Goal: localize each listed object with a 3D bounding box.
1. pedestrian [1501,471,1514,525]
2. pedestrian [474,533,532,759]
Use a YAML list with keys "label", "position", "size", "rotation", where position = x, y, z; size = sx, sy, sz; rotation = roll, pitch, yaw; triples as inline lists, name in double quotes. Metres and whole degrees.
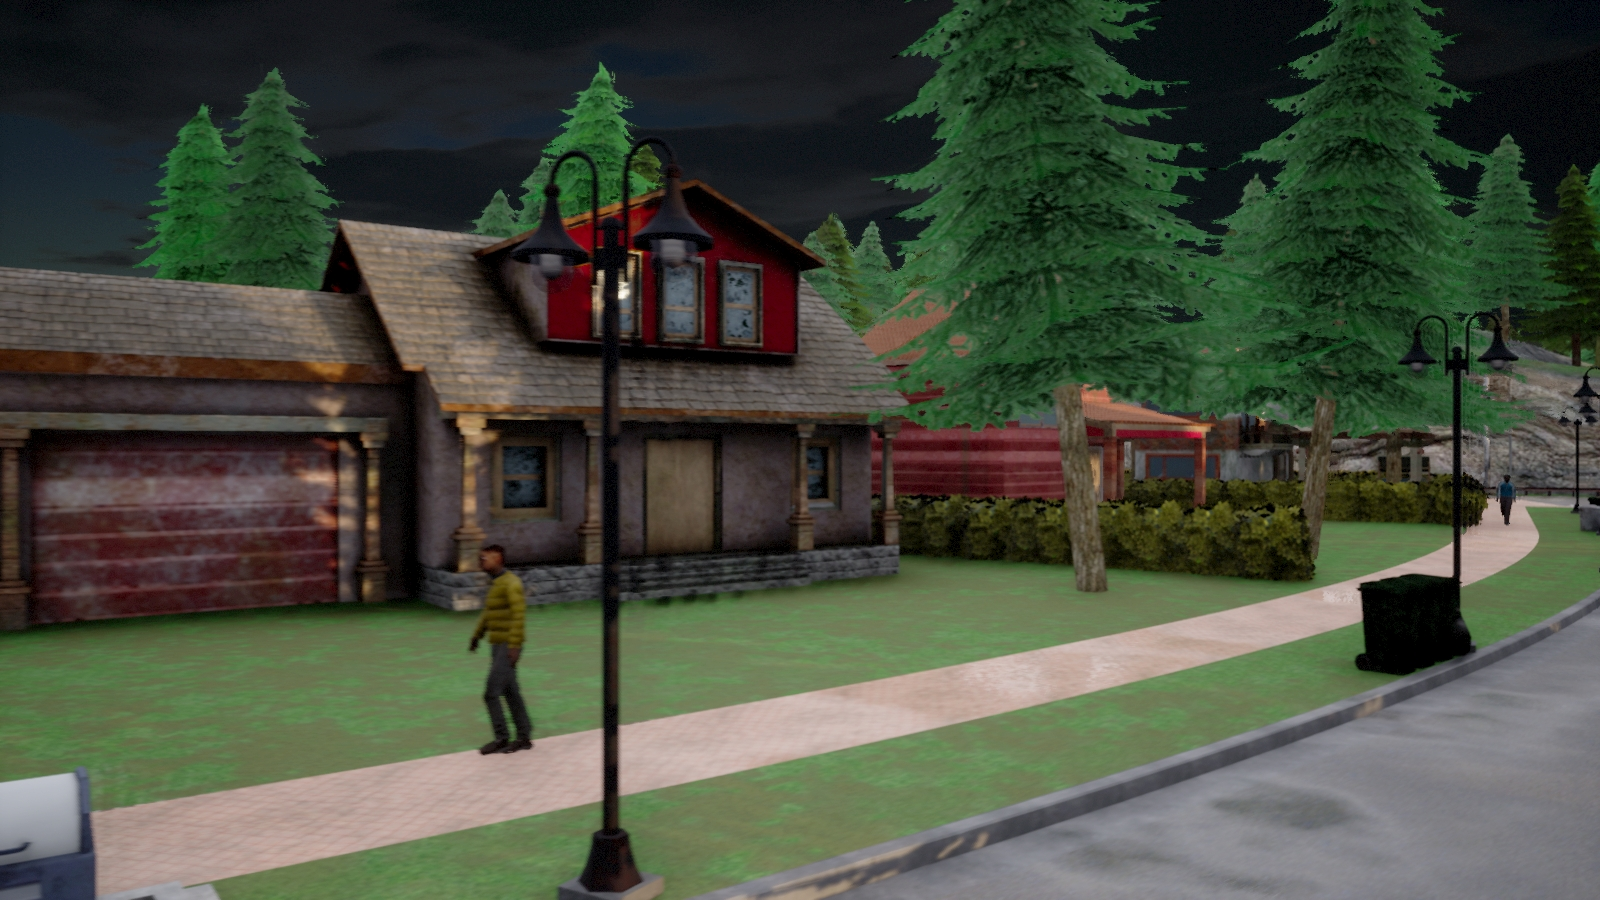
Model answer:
- label: "pedestrian"
  position: [24.662, 1.666, 39.824]
  size: [0.375, 1.860, 0.375]
  rotation: [0, 0, 36]
- label: "pedestrian"
  position: [-2.563, 1.664, 9.856]
  size: [0.375, 1.860, 0.375]
  rotation: [0, 0, -34]
